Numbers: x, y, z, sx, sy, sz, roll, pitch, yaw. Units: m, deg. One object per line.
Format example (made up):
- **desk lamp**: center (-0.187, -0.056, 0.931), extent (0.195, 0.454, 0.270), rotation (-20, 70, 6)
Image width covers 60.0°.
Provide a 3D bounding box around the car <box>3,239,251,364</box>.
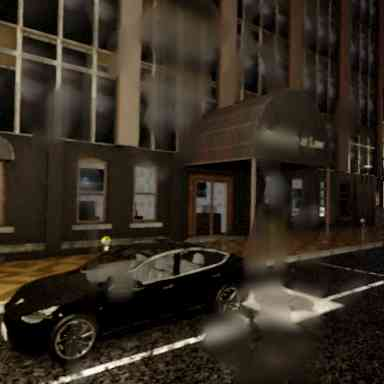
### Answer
- **car**: center (-0.831, 1.593, 5.909), extent (4.313, 1.339, 1.947), rotation (1, 1, -35)
